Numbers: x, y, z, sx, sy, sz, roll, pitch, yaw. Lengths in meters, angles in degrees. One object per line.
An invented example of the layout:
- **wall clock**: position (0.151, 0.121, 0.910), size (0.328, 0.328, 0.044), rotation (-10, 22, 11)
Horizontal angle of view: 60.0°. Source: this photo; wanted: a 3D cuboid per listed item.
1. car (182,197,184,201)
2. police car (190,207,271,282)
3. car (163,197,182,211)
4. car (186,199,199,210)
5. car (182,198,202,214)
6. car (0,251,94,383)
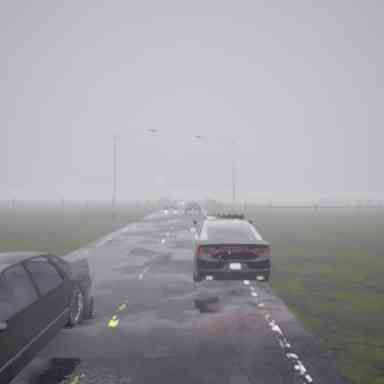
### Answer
- **car**: position (-2.597, 1.912, 79.847), size (1.994, 1.385, 4.181), rotation (0, 0, 0)
- **police car**: position (0.982, 1.473, 10.047), size (1.930, 1.638, 5.238), rotation (0, 0, 0)
- **car**: position (-2.764, 1.751, 44.788), size (2.033, 1.411, 5.357), rotation (0, 0, 0)
- **car**: position (0.121, 1.745, 48.427), size (1.812, 1.442, 4.674), rotation (0, 0, 1)
- **car**: position (0.146, 1.679, 38.265), size (1.837, 1.490, 4.892), rotation (0, 0, 0)
- **car**: position (-2.841, 1.569, 4.311), size (2.033, 1.411, 5.357), rotation (0, 0, 0)
